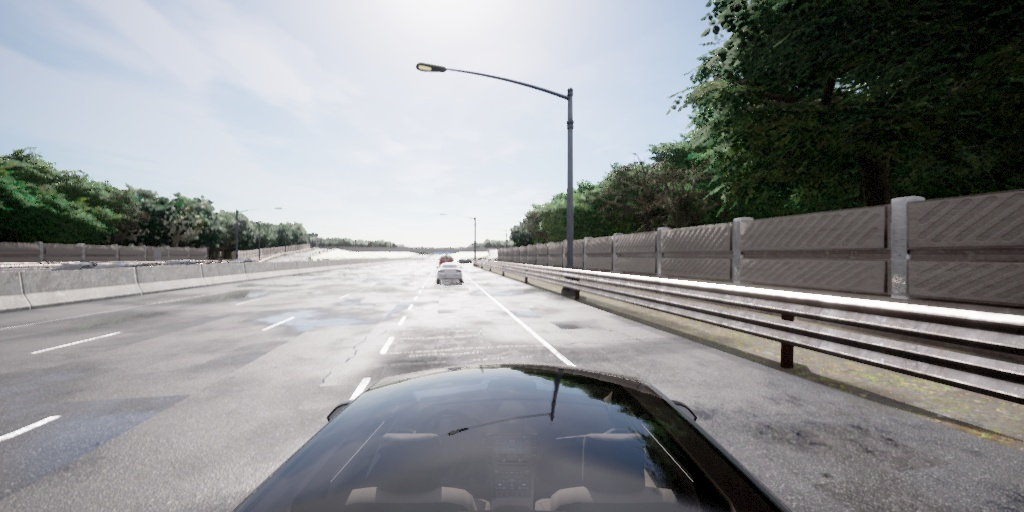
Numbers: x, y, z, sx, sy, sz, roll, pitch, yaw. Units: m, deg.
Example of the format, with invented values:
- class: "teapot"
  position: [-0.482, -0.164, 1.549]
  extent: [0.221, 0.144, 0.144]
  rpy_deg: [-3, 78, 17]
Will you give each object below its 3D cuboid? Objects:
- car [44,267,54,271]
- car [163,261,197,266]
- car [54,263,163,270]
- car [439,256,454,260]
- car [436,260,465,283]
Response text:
- class: "car"
  position: [-29.145, 1.227, 23.948]
  extent: [1.837, 1.490, 4.892]
  rpy_deg: [0, 0, -11]
- class: "car"
  position: [-35.361, 1.231, 37.740]
  extent: [1.837, 1.490, 4.892]
  rpy_deg: [0, -1, -11]
- class: "car"
  position: [-25.375, 1.230, 22.880]
  extent: [1.837, 1.490, 4.892]
  rpy_deg: [0, -1, -11]
- class: "car"
  position: [-10.386, 0.970, 56.765]
  extent: [2.150, 2.045, 5.566]
  rpy_deg: [0, 0, -11]
- class: "car"
  position: [-4.868, 1.260, 27.927]
  extent: [1.812, 1.442, 4.674]
  rpy_deg: [0, 0, -11]
